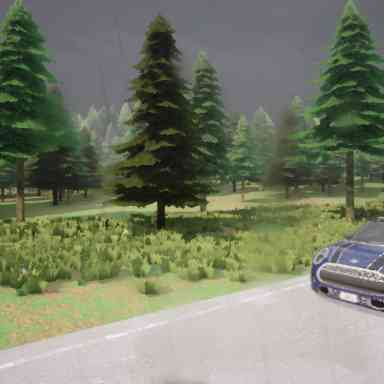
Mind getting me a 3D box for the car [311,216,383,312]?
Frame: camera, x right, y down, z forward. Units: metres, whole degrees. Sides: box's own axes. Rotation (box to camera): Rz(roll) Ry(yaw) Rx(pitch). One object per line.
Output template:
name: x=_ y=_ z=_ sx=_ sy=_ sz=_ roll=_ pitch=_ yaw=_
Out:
car: x=4.716 y=1.351 z=7.507 sx=4.553 sy=1.767 sz=2.097 roll=0 pitch=0 yaw=-36
